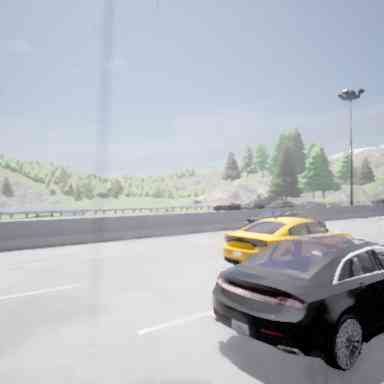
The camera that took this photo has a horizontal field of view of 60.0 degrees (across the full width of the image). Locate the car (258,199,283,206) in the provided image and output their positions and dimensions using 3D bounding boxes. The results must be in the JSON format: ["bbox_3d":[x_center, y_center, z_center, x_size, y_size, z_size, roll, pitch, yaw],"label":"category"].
[{"bbox_3d":[10.205,1.758,38.049,4.892,1.490,1.837,0,-1,-37],"label":"car"}]

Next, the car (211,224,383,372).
[{"bbox_3d":[2.565,1.529,5.757,4.902,1.511,2.128,0,0,-37],"label":"car"}]

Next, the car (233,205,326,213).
[{"bbox_3d":[4.613,1.598,16.041,4.902,1.511,2.128,0,-1,-37],"label":"car"}]

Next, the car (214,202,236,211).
[{"bbox_3d":[5.065,1.920,42.938,4.718,1.301,1.895,0,-1,-37],"label":"car"}]

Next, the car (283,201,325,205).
[{"bbox_3d":[12.322,1.712,35.260,4.902,1.511,2.128,0,-1,-37],"label":"car"}]

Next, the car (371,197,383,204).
[{"bbox_3d":[38.262,1.804,67.558,4.674,1.442,1.812,0,-1,-35],"label":"car"}]

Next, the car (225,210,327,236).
[{"bbox_3d":[3.236,1.549,10.629,5.008,1.535,1.882,0,0,-37],"label":"car"}]

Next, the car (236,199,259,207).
[{"bbox_3d":[8.060,1.638,40.814,4.553,1.767,2.097,0,-1,-37],"label":"car"}]
